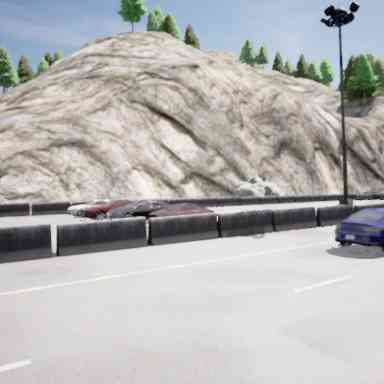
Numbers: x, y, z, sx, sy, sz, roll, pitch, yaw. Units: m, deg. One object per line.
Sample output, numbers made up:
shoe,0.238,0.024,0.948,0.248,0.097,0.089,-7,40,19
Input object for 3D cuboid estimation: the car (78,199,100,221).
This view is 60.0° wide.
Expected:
car,-5.650,1.298,25.182,5.008,1.535,1.882,-1,1,-33

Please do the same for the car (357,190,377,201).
car,27.223,0.528,50.705,4.892,1.490,1.837,-1,1,-33

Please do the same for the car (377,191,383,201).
car,29.155,0.302,47.786,4.553,1.767,2.097,-1,1,-33

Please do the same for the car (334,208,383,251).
car,7.245,1.329,12.464,4.674,1.442,1.812,-1,1,-33

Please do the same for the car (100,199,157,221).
car,-3.305,1.312,22.533,4.902,1.511,2.128,-1,1,-33

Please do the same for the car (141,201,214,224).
car,-0.612,1.379,20.111,4.181,1.385,1.994,-1,1,-33

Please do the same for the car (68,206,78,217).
car,-7.951,1.345,27.861,4.674,1.442,1.812,-1,1,-33
